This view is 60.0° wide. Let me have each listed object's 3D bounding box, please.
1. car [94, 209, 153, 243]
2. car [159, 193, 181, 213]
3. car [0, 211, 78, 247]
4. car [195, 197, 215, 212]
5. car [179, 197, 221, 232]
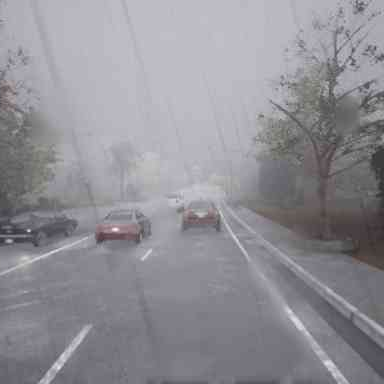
[{"bbox_3d":[-3.085,1.506,15.686,1.994,1.385,4.181,0,0,2],"label":"car"},{"bbox_3d":[-2.121,1.092,35.732,2.150,2.045,5.566,0,0,3],"label":"car"},{"bbox_3d":[-6.827,1.543,14.752,1.895,1.301,4.718,0,0,2],"label":"car"},{"bbox_3d":[1.549,1.356,38.284,2.128,1.511,4.902,0,0,4],"label":"car"},{"bbox_3d":[0.571,1.281,19.815,2.097,1.767,4.553,0,0,2],"label":"car"}]
